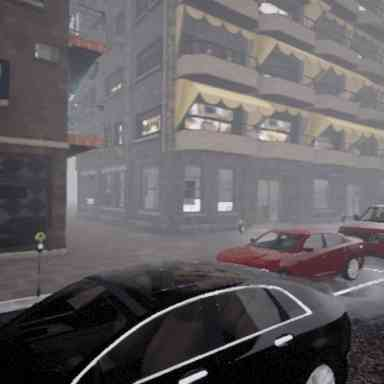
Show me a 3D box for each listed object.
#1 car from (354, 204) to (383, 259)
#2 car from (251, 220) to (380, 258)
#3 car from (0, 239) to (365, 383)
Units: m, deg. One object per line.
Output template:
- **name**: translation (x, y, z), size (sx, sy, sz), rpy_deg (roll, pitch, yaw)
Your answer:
- **car**: translation (7.109, 1.345, 11.617), size (5.009, 1.841, 2.192), rpy_deg (0, 1, -36)
- **car**: translation (2.575, 1.562, 8.385), size (4.507, 1.381, 1.887), rpy_deg (0, 1, -36)
- **car**: translation (-0.452, 1.509, 3.053), size (4.892, 1.490, 1.837), rpy_deg (0, 0, -36)
